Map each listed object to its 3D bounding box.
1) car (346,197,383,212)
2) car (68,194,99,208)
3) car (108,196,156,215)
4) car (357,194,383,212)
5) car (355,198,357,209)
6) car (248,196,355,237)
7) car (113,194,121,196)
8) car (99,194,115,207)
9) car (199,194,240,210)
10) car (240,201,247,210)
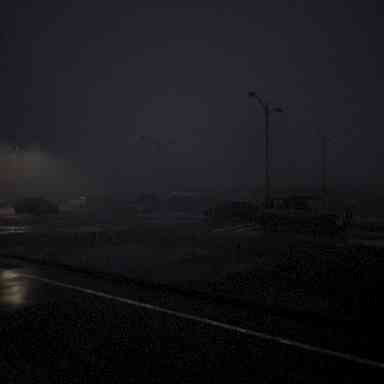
[{"bbox_3d":[19.870,1.395,38.046,3.806,1.475,1.970,0,0,34],"label":"car"},{"bbox_3d":[-14.935,1.395,44.748,3.806,1.475,1.970,0,0,34],"label":"car"},{"bbox_3d":[-5.697,1.395,31.482,3.806,1.475,1.970,0,0,34],"label":"car"},{"bbox_3d":[18.232,1.156,35.658,3.866,1.878,1.905,0,0,34],"label":"car"},{"bbox_3d":[7.219,1.156,19.416,3.866,1.878,1.905,0,0,34],"label":"car"},{"bbox_3d":[5.546,1.153,17.054,4.605,1.855,1.932,0,0,34],"label":"car"},{"bbox_3d":[-11.837,1.153,49.388,4.605,1.855,1.932,0,0,34],"label":"car"},{"bbox_3d":[-13.305,1.364,47.141,3.905,1.438,1.784,0,0,34],"label":"car"},{"bbox_3d":[3.737,1.153,45.501,4.605,1.855,1.932,0,0,34],"label":"car"},{"bbox_3d":[5.420,1.364,47.859,3.905,1.438,1.784,0,0,34],"label":"car"}]
